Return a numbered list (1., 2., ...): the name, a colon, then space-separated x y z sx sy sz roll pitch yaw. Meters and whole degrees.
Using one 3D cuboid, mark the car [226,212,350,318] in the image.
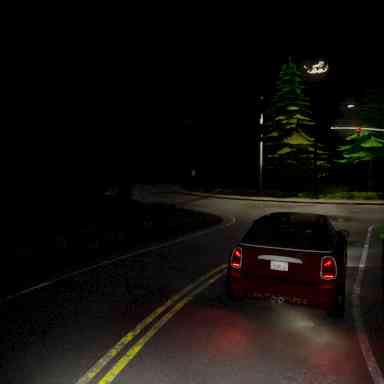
1. car: 2.411 1.238 7.659 2.097 1.767 4.553 2 2 25
